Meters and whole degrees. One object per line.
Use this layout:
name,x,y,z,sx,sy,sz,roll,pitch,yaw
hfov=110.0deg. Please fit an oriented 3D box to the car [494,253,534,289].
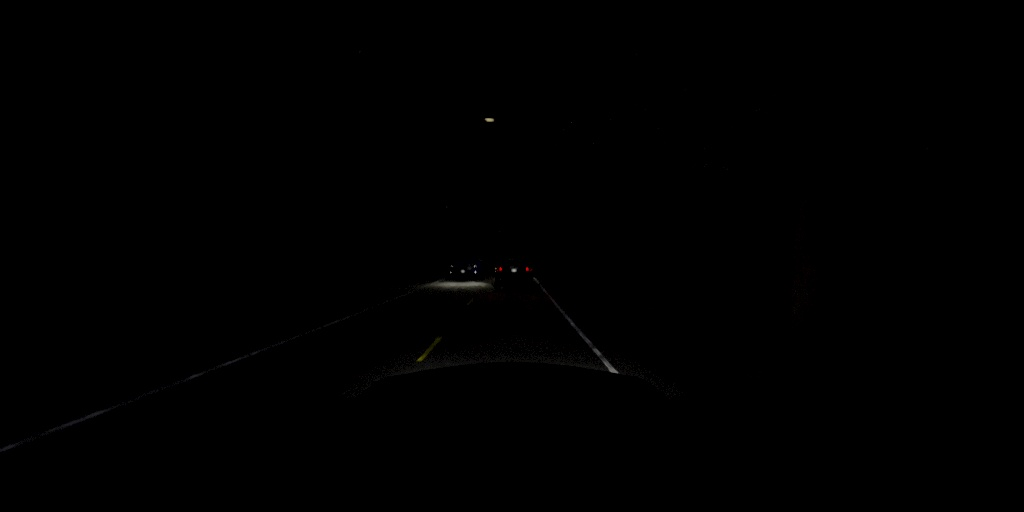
car,0.111,0.816,21.578,2.150,2.045,5.566,0,1,0

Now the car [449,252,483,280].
car,-3.514,0.728,28.562,2.150,2.045,5.566,0,0,0
